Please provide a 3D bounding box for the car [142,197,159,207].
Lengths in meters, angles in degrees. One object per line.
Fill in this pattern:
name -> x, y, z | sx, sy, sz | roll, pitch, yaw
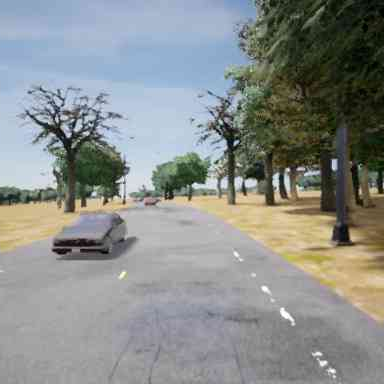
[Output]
car -> -6.748, 1.590, 54.319 | 1.882, 1.535, 5.008 | 0, -1, -6

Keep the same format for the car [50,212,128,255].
car -> -3.832, 1.528, 13.459 | 2.033, 1.411, 5.357 | 0, 0, -1
